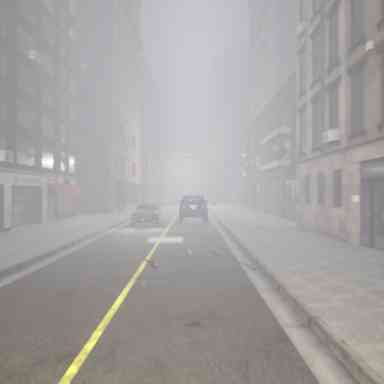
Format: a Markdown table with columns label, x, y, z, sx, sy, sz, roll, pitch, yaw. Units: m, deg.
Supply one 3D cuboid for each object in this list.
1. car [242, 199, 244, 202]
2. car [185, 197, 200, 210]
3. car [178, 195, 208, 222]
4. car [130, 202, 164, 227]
| label | x | y | z | sx | sy | sz | roll | pitch | yaw |
| --- | --- | --- | --- | --- | --- | --- | --- | --- | --- |
| car | 12.134 | 1.423 | 65.398 | 4.507 | 1.381 | 1.887 | -1 | 0 | 0 |
| car | 0.097 | 1.474 | 43.310 | 1.882 | 1.535 | 5.008 | 0 | 0 | 0 |
| car | 0.100 | 1.223 | 26.104 | 2.150 | 2.045 | 5.566 | 0 | 0 | 0 |
| car | -3.047 | 1.508 | 23.181 | 1.837 | 1.490 | 4.892 | 0 | 0 | 0 |
